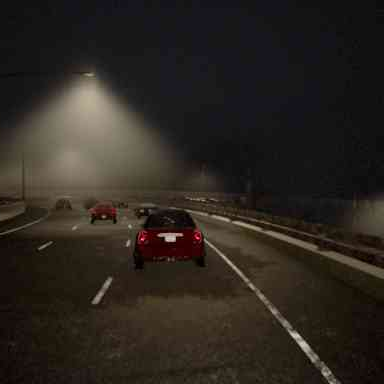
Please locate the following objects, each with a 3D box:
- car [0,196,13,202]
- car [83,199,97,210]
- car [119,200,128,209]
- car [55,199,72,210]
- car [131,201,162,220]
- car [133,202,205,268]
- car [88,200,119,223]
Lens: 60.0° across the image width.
[{"bbox_3d":[-45.632,1.844,81.403,4.892,1.490,1.837,0,0,38],"label":"car"},{"bbox_3d":[-13.511,1.659,44.954,1.812,1.442,4.674,0,0,-24],"label":"car"},{"bbox_3d":[-10.538,1.723,47.044,1.895,1.301,4.718,0,0,-25],"label":"car"},{"bbox_3d":[-17.512,1.679,45.263,1.812,1.442,4.674,0,0,-25],"label":"car"},{"bbox_3d":[-4.206,1.614,30.041,2.033,1.411,5.357,0,0,-16],"label":"car"},{"bbox_3d":[-0.844,1.374,11.652,2.097,1.767,4.553,0,0,-6],"label":"car"},{"bbox_3d":[-6.870,1.599,26.052,1.812,1.442,4.674,0,0,-14],"label":"car"}]
